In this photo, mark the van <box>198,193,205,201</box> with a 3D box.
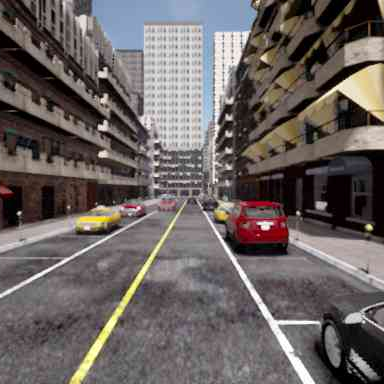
[{"bbox_3d":[2.538,1.292,86.066,1.690,1.788,3.998,-1,0,0],"label":"van"}]

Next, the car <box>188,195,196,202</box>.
[{"bbox_3d":[-0.012,1.398,73.362,1.895,1.301,4.718,0,0,0],"label":"car"}]

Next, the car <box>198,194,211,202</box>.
[{"bbox_3d":[2.544,1.289,52.772,2.192,1.841,5.009,-1,0,0],"label":"car"}]

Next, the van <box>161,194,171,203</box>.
[{"bbox_3d":[-5.339,1.304,69.398,1.690,1.788,3.998,-1,0,0],"label":"van"}]

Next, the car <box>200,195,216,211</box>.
[{"bbox_3d":[2.222,1.485,40.368,1.837,1.490,4.892,0,0,0],"label":"car"}]

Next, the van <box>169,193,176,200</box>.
[{"bbox_3d":[-5.343,1.288,91.594,1.690,1.788,3.998,-1,0,0],"label":"van"}]

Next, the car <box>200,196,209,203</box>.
[{"bbox_3d":[2.543,1.488,69.589,1.752,1.417,4.829,-1,0,0],"label":"car"}]

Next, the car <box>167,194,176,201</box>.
[{"bbox_3d":[-5.341,1.391,86.045,1.967,1.590,4.097,-1,0,0],"label":"car"}]

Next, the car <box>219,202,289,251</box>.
[{"bbox_3d":[2.551,1.309,13.929,2.192,1.841,5.009,-1,0,0],"label":"car"}]

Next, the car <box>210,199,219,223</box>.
[{"bbox_3d":[2.551,1.514,25.197,1.752,1.417,4.829,-1,0,0],"label":"car"}]

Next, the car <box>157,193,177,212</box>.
[{"bbox_3d":[-2.849,1.334,38.992,2.097,1.767,4.553,0,0,0],"label":"car"}]

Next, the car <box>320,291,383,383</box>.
[{"bbox_3d":[2.556,1.550,2.831,2.008,1.369,4.403,-1,0,0],"label":"car"}]

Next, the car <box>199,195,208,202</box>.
[{"bbox_3d":[2.541,1.399,74.968,1.967,1.590,4.097,-1,0,0],"label":"car"}]

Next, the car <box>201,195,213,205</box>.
[{"bbox_3d":[2.544,1.410,58.321,1.967,1.590,4.097,-1,0,0],"label":"car"}]

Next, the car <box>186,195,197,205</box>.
[{"bbox_3d":[-0.011,1.495,59.881,1.812,1.442,4.674,0,0,0],"label":"car"}]

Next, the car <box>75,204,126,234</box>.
[{"bbox_3d":[-5.328,1.517,19.286,1.752,1.417,4.829,-1,0,0],"label":"car"}]

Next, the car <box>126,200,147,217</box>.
[{"bbox_3d":[-5.331,1.426,30.554,1.967,1.590,4.097,-1,0,0],"label":"car"}]
